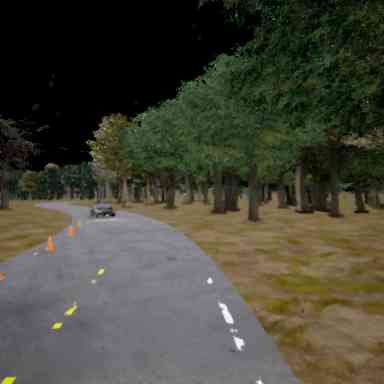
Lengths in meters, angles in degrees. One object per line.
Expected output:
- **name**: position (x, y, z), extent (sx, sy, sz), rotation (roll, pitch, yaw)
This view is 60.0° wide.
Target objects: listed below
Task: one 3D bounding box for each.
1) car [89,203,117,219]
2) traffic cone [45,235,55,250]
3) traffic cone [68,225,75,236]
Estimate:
- **car**: position (-8.880, 1.779, 32.775), extent (2.033, 1.411, 5.357), rotation (0, 0, -26)
- **traffic cone**: position (-5.910, 2.103, 13.855), extent (0.340, 0.580, 0.340), rotation (0, 0, -9)
- **traffic cone**: position (-6.771, 2.131, 18.637), extent (0.340, 0.580, 0.340), rotation (0, 0, -12)
